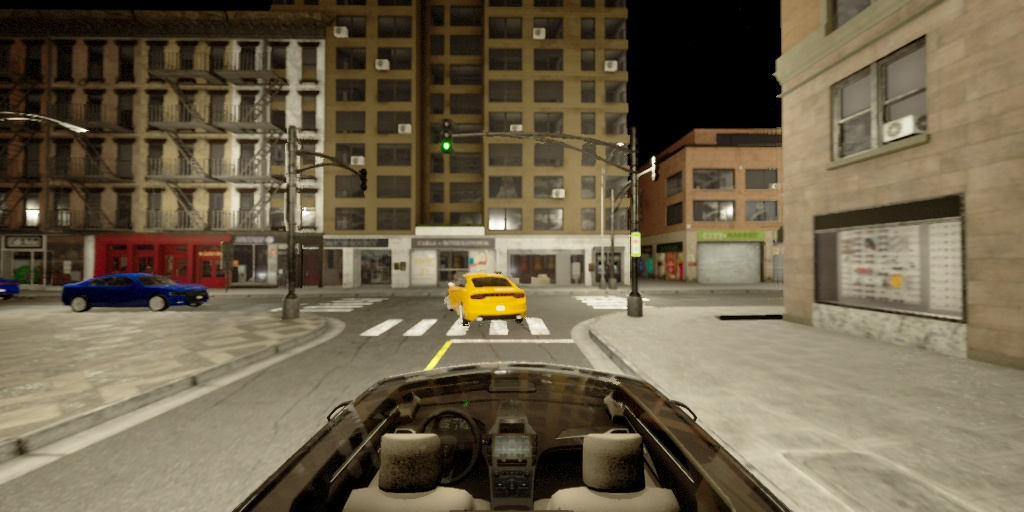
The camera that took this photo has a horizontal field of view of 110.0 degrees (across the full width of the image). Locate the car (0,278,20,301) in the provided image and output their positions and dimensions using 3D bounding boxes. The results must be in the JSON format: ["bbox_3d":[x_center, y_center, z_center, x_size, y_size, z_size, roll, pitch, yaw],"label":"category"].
[{"bbox_3d":[-28.096,1.597,17.981,5.008,1.535,1.882,0,-1,-1],"label":"car"}]

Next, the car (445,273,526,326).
[{"bbox_3d":[-1.071,1.331,12.368,1.882,1.535,5.008,1,-1,-18],"label":"car"}]

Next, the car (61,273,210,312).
[{"bbox_3d":[-15.505,1.469,14.953,5.008,1.535,1.882,0,-1,0],"label":"car"}]
